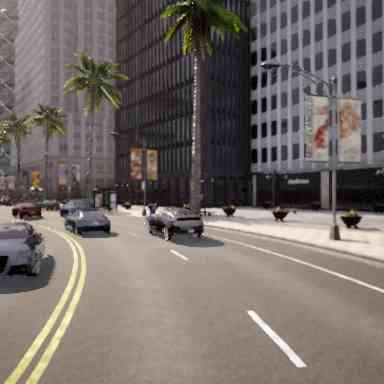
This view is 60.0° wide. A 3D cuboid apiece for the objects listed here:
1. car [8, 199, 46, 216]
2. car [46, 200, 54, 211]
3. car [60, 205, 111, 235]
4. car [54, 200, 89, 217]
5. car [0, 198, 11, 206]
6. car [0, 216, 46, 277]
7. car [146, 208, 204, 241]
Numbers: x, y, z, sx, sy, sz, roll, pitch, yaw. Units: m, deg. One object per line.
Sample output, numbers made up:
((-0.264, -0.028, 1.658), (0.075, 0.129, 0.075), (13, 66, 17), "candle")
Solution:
((-16.793, 1.790, 33.663), (1.882, 1.535, 5.008), (0, 0, -40), "car")
((-20.733, 1.917, 48.421), (2.231, 1.521, 4.892), (0, -1, -40), "car")
((-6.503, 1.740, 20.444), (1.994, 1.385, 4.181), (0, -1, -32), "car")
((-11.477, 1.638, 32.704), (2.097, 1.767, 4.553), (0, -1, -39), "car")
((-39.682, 2.026, 70.867), (2.185, 1.767, 4.553), (0, -1, -40), "car")
((-5.618, 1.660, 10.078), (1.994, 1.385, 4.181), (0, 0, -19), "car")
((-1.052, 1.629, 17.795), (2.128, 1.511, 4.902), (0, -1, -25), "car")
